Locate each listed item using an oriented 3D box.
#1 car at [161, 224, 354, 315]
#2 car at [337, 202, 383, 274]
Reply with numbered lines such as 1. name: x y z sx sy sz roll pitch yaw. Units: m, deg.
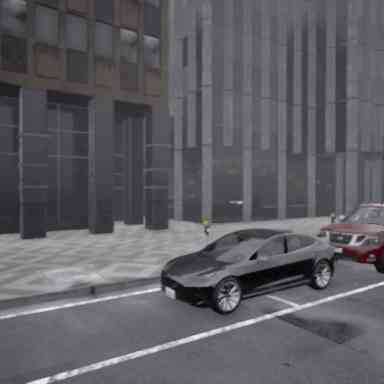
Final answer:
1. car: 1.414 1.528 7.464 4.313 1.339 1.947 0 0 -33
2. car: 6.127 1.279 10.554 5.009 1.841 2.192 0 0 -33
